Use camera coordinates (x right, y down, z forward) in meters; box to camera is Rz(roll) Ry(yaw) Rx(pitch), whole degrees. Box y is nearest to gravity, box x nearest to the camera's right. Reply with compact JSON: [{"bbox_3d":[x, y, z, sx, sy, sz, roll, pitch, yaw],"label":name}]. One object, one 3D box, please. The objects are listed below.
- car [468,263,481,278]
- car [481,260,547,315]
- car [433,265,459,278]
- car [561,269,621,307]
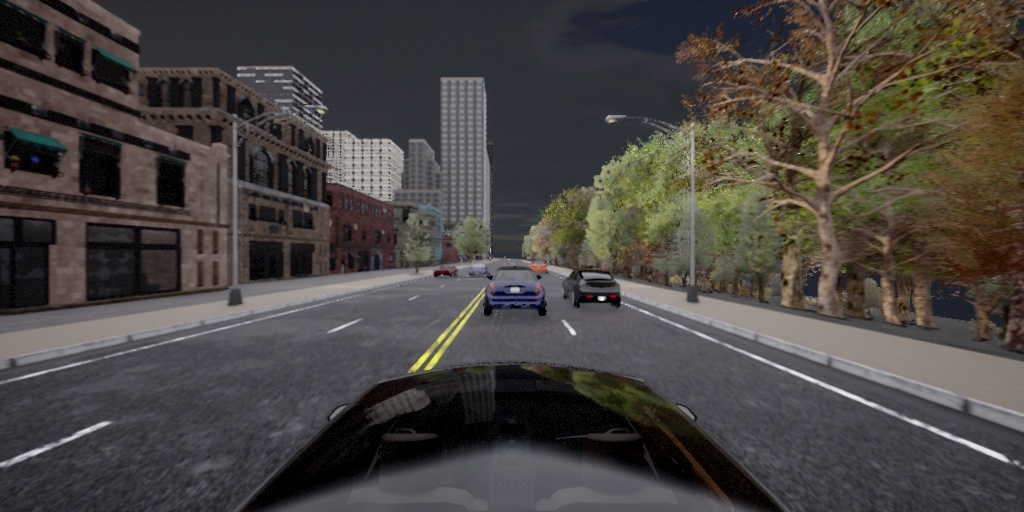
[{"bbox_3d":[-3.341,1.448,36.948,1.812,1.442,4.674,0,0,0],"label":"car"},{"bbox_3d":[0.099,1.163,14.052,2.097,1.767,4.553,0,0,0],"label":"car"},{"bbox_3d":[-6.593,1.519,36.036,1.895,1.301,4.718,0,0,0],"label":"car"},{"bbox_3d":[3.349,1.326,15.787,1.837,1.490,4.892,0,0,0],"label":"car"}]
